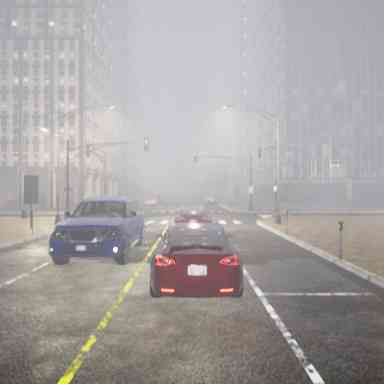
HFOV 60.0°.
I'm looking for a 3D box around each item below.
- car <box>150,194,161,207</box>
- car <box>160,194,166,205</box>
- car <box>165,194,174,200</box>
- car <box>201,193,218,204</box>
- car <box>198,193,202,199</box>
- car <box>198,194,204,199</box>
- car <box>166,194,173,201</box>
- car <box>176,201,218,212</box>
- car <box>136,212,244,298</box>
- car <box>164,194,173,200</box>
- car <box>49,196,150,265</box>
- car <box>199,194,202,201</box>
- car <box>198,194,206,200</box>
[{"bbox_3d":[-5.905,1.411,48.068,1.752,1.417,4.829,0,0,0],"label":"car"},{"bbox_3d":[-5.885,1.181,53.916,2.192,1.841,5.009,0,0,0],"label":"car"},{"bbox_3d":[-5.848,1.275,87.969,2.008,1.369,4.403,0,0,0],"label":"car"},{"bbox_3d":[2.735,1.325,48.253,1.967,1.590,4.097,0,0,0],"label":"car"},{"bbox_3d":[2.565,1.114,70.953,2.192,1.841,5.009,0,0,0],"label":"car"},{"bbox_3d":[2.522,1.221,93.823,1.752,1.417,4.829,0,0,0],"label":"car"},{"bbox_3d":[-5.827,1.320,76.618,1.887,1.381,4.507,0,0,0],"label":"car"},{"bbox_3d":[0.058,1.468,18.490,2.163,1.488,4.792,0,0,0],"label":"car"},{"bbox_3d":[0.084,1.489,8.495,2.163,1.488,4.792,0,0,0],"label":"car"},{"bbox_3d":[-5.838,1.301,82.294,2.008,1.369,4.403,0,0,0],"label":"car"},{"bbox_3d":[-3.059,1.201,11.961,2.150,2.045,5.566,0,0,0],"label":"car"},{"bbox_3d":[2.694,1.416,53.932,2.008,1.369,4.403,0,0,0],"label":"car"},{"bbox_3d":[2.532,1.275,87.977,2.008,1.369,4.403,0,0,0],"label":"car"}]
